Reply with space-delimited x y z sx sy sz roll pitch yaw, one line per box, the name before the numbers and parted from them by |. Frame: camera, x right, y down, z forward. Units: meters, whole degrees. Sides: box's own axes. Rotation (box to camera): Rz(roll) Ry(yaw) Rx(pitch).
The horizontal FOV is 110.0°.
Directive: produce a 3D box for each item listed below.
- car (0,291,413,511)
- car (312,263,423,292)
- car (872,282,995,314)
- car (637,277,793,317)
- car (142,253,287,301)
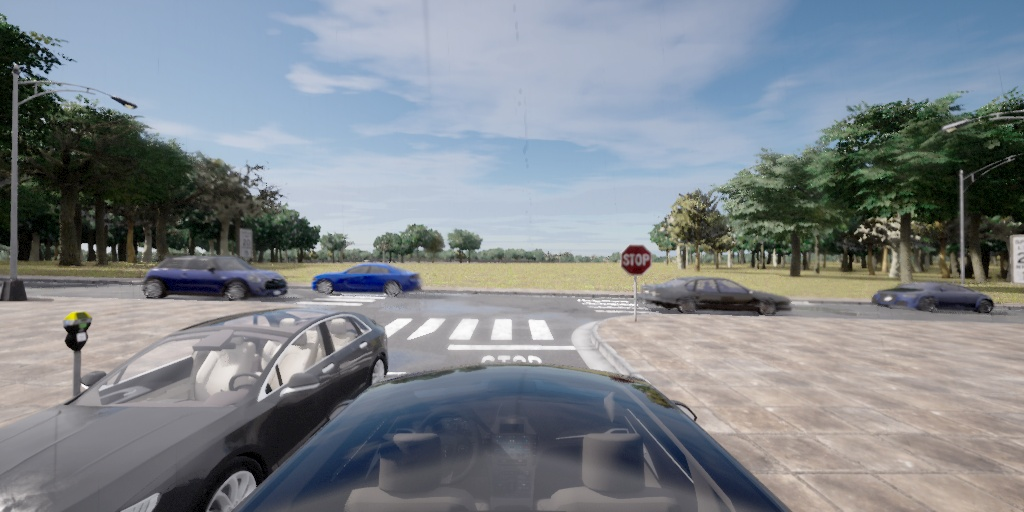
car | -2.641 1.299 3.651 2.007 1.370 4.403 0 0 0
car | -6.794 1.081 17.058 5.008 1.535 1.882 2 -1 0
car | 19.922 1.922 17.082 4.181 1.385 1.994 2 -1 0
car | 7.798 1.532 14.124 5.357 1.411 2.033 2 -1 0
car | -11.458 0.799 14.108 4.553 1.767 2.097 2 -1 0
